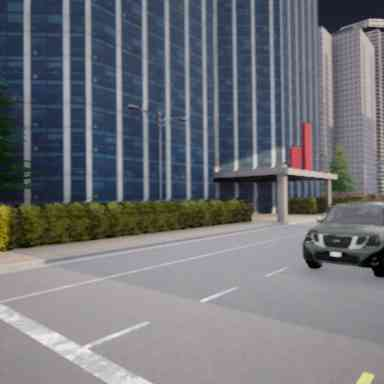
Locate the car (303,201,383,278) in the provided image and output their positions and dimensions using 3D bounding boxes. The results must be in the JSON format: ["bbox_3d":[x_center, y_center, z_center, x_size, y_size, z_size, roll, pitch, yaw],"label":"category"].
[{"bbox_3d":[5.674,1.357,11.130,2.150,2.045,5.566,-2,-1,40],"label":"car"}]
